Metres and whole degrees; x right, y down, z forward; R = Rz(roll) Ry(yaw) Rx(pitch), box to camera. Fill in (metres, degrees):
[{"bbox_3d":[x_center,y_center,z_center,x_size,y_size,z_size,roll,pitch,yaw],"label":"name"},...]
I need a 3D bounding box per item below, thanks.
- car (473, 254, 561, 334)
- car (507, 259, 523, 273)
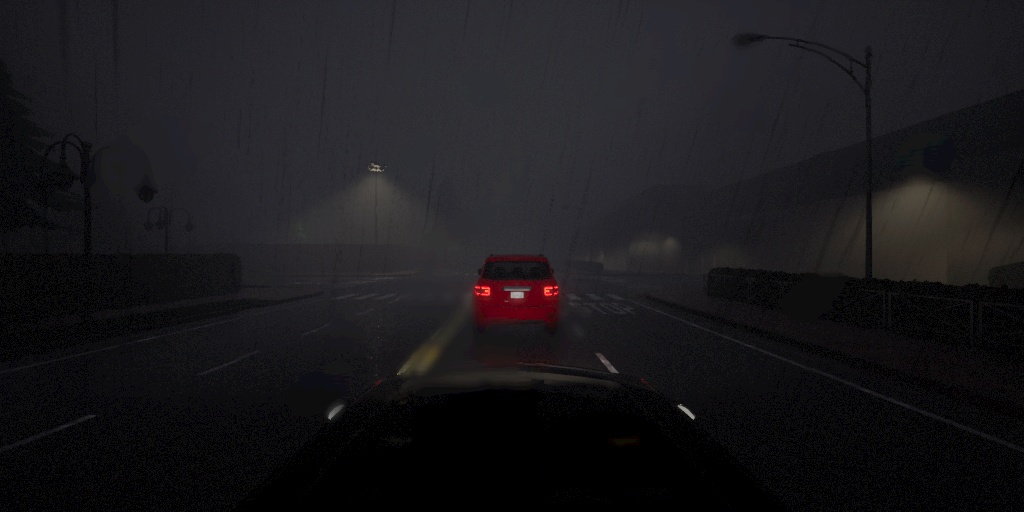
[{"bbox_3d":[0.122,0.971,10.749,2.150,2.045,5.566,0,0,0],"label":"car"},{"bbox_3d":[0.360,1.228,45.602,1.882,1.535,5.008,0,0,1],"label":"car"}]
